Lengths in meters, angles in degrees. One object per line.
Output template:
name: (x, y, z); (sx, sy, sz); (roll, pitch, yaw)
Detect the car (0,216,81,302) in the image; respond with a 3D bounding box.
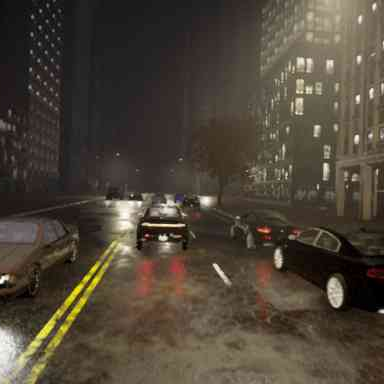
car: (-4.110, 1.313, 8.039); (2.033, 1.411, 5.357); (2, 1, -6)

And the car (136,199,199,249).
car: (-1.197, 1.295, 13.479); (2.128, 1.511, 4.902); (2, 1, -6)

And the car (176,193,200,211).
car: (-0.222, 1.087, 35.192); (2.128, 1.511, 4.902); (2, 1, -5)

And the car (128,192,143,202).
car: (-8.316, 0.719, 49.661); (1.994, 1.385, 4.181); (2, 1, -5)

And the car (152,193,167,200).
car: (-4.145, 0.905, 42.381); (1.812, 1.442, 4.674); (2, 1, -6)

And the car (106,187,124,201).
car: (-11.679, 0.246, 50.777); (2.150, 2.045, 5.566); (2, 1, -5)

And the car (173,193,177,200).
car: (-1.721, 0.858, 49.762); (1.882, 1.535, 5.008); (2, 1, -6)

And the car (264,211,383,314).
car: (3.519, 1.508, 7.873); (1.882, 1.535, 5.008); (2, 1, -6)

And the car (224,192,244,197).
car: (10.961, 0.649, 89.694); (4.403, 1.369, 2.008); (1, 0, -7)

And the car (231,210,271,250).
car: (2.909, 1.468, 13.842); (1.812, 1.442, 4.674); (2, 1, -6)
